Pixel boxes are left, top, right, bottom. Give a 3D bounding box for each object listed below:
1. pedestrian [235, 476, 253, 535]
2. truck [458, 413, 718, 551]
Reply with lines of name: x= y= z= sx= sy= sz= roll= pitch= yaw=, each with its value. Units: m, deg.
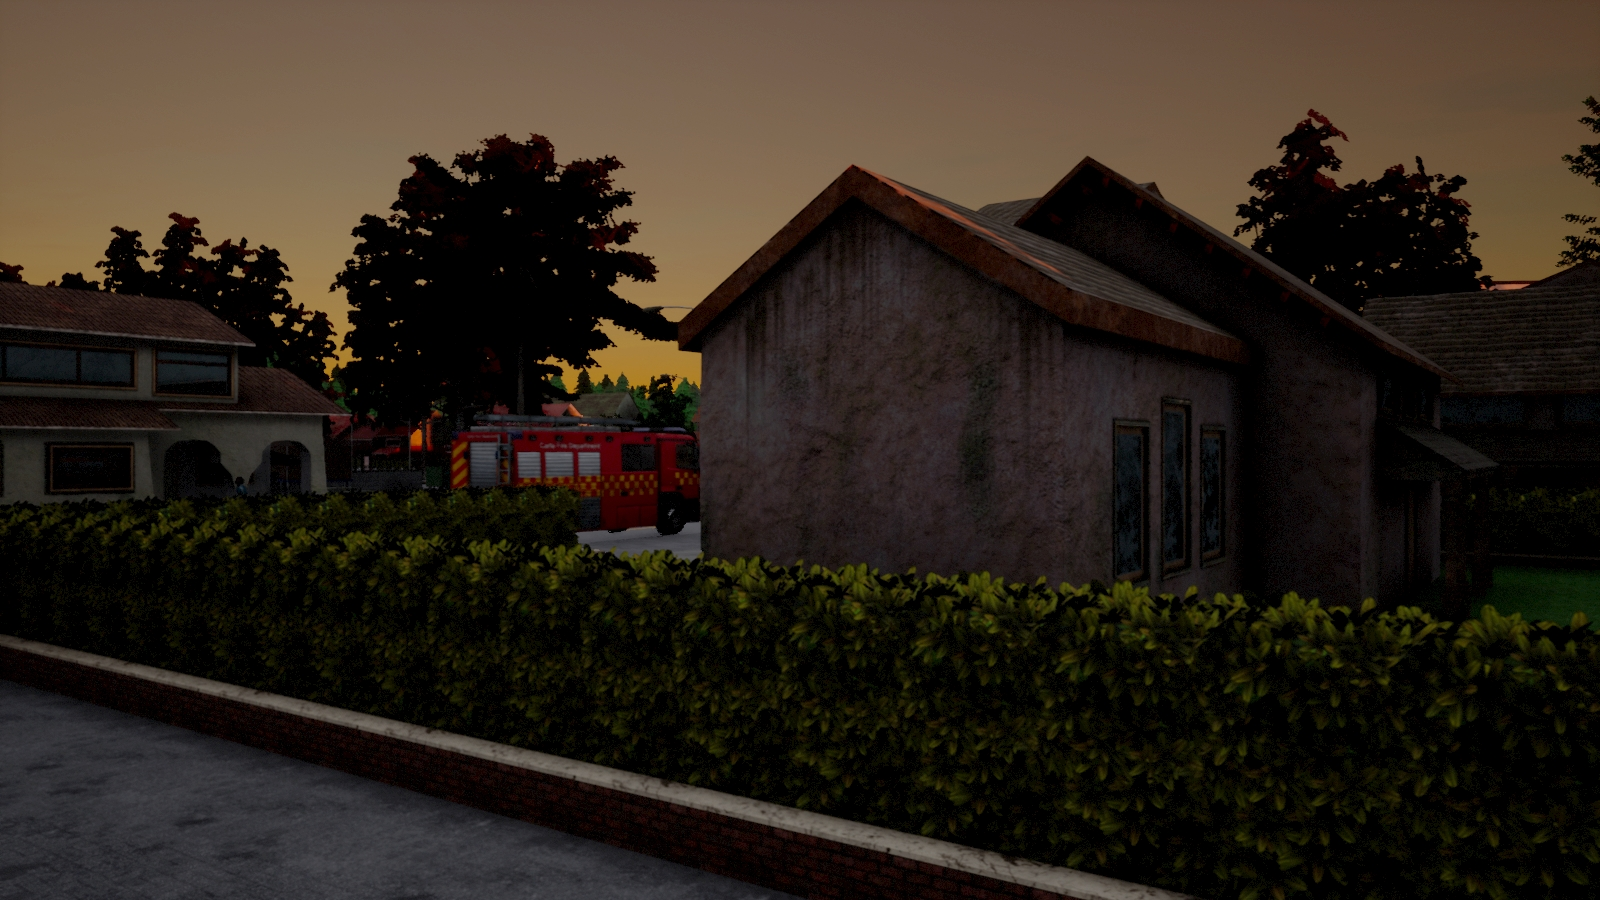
pedestrian: x=-17.765 y=1.758 z=36.523 sx=0.375 sy=1.860 sz=0.375 roll=0 pitch=0 yaw=36
truck: x=-6.367 y=0.899 z=35.974 sx=2.891 sy=3.827 sz=8.468 roll=0 pitch=0 yaw=35
